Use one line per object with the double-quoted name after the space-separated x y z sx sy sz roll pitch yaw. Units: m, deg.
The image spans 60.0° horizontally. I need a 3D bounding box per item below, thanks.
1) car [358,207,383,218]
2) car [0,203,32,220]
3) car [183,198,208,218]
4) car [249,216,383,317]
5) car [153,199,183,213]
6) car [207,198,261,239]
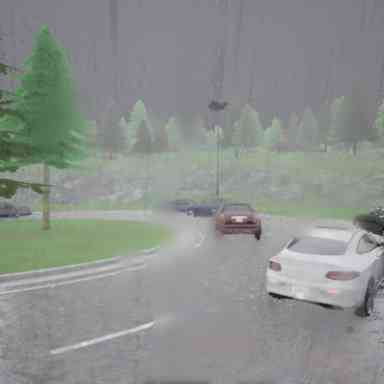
9.181 1.421 15.340 2.128 1.511 4.902 0 0 4 "car"
-15.491 1.480 25.900 5.357 1.411 2.033 0 0 -34 "car"
1.650 1.254 26.635 2.097 1.767 4.553 -1 0 -38 "car"
3.218 1.493 7.465 1.812 1.442 4.674 1 1 37 "car"
-1.172 1.430 33.233 5.357 1.411 2.033 0 0 25 "car"
2.122 1.287 17.145 2.097 1.767 4.553 0 0 0 "car"
